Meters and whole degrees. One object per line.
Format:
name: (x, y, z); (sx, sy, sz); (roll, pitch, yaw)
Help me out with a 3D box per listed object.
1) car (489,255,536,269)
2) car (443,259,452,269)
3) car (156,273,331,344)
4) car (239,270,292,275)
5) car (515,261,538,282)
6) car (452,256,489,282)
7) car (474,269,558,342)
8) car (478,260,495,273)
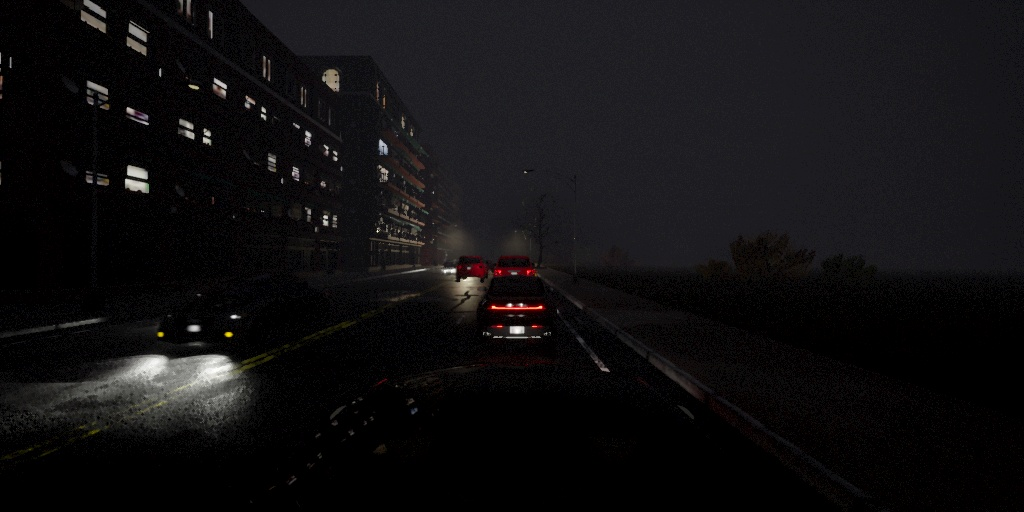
car: (0.108, 0.975, 20.064); (2.150, 2.045, 5.566); (0, 0, 0)
car: (-9.811, 1.244, 57.727); (2.128, 1.511, 4.902); (0, 0, 0)
car: (-6.597, 1.315, 9.426); (1.994, 1.385, 4.181); (0, 0, 0)
car: (-9.845, 1.278, 14.113); (1.812, 1.442, 4.674); (0, 0, 0)
car: (1.150, 1.209, 30.472); (1.801, 1.575, 5.366); (0, 0, 0)
car: (-3.139, 0.977, 28.898); (2.150, 2.045, 5.566); (0, 0, 0)
car: (0.105, 1.256, 9.717); (1.837, 1.490, 4.892); (0, 0, 0)
car: (-3.133, 1.231, 44.978); (1.882, 1.535, 5.008); (0, 0, 0)
